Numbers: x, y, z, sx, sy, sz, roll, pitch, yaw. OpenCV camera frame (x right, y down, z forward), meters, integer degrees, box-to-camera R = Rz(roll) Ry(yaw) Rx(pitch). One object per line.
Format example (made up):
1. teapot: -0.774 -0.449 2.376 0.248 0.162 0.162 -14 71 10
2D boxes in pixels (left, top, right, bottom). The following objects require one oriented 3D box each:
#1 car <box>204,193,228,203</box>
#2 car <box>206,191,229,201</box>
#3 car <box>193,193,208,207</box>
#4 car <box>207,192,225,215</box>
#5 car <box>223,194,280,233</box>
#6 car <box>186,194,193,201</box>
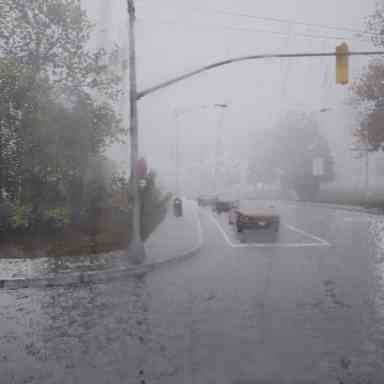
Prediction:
1. car: 3.343 0.891 47.875 1.895 1.301 4.718 -1 0 -16
2. car: 4.284 0.701 57.100 2.128 1.511 4.902 -2 0 -20
3. car: 1.700 0.888 36.845 1.837 1.490 4.892 -1 0 -8
4. car: 2.653 0.904 26.573 1.882 1.535 5.008 -1 1 -4
5. car: 2.942 1.028 16.670 1.882 1.535 5.008 -1 1 -1
6. car: 0.494 0.903 57.335 1.895 1.301 4.718 -2 0 -23
